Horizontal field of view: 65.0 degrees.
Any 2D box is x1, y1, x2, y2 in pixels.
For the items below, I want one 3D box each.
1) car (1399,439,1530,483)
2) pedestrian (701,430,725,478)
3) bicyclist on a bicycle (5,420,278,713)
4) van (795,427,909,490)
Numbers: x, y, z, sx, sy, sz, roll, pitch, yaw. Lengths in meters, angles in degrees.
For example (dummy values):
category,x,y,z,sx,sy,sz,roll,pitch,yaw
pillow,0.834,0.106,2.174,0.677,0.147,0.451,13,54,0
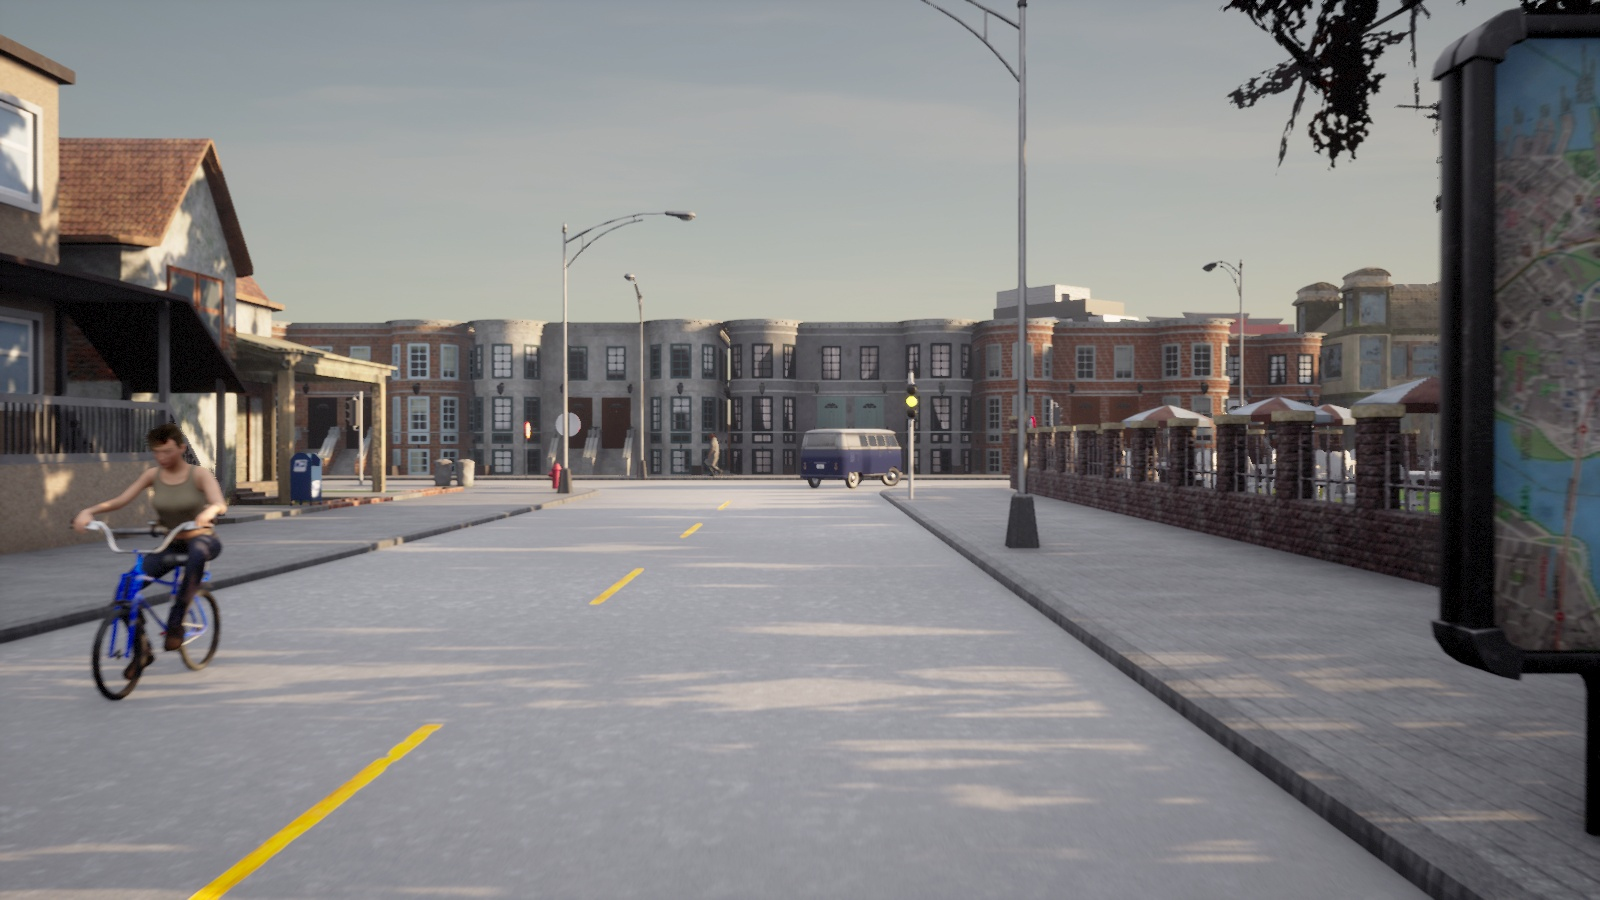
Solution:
category,x,y,z,sx,sy,sz,roll,pitch,yaw
car,25.203,0.396,47.704,3.988,1.617,1.851,0,0,0
pedestrian,-3.569,0.163,51.502,0.873,1.952,0.659,0,0,3
bicyclist on a bicycle,-3.940,0.637,7.670,0.866,1.612,1.509,0,0,0
van,1.807,0.263,42.245,1.775,1.987,4.442,0,0,34
